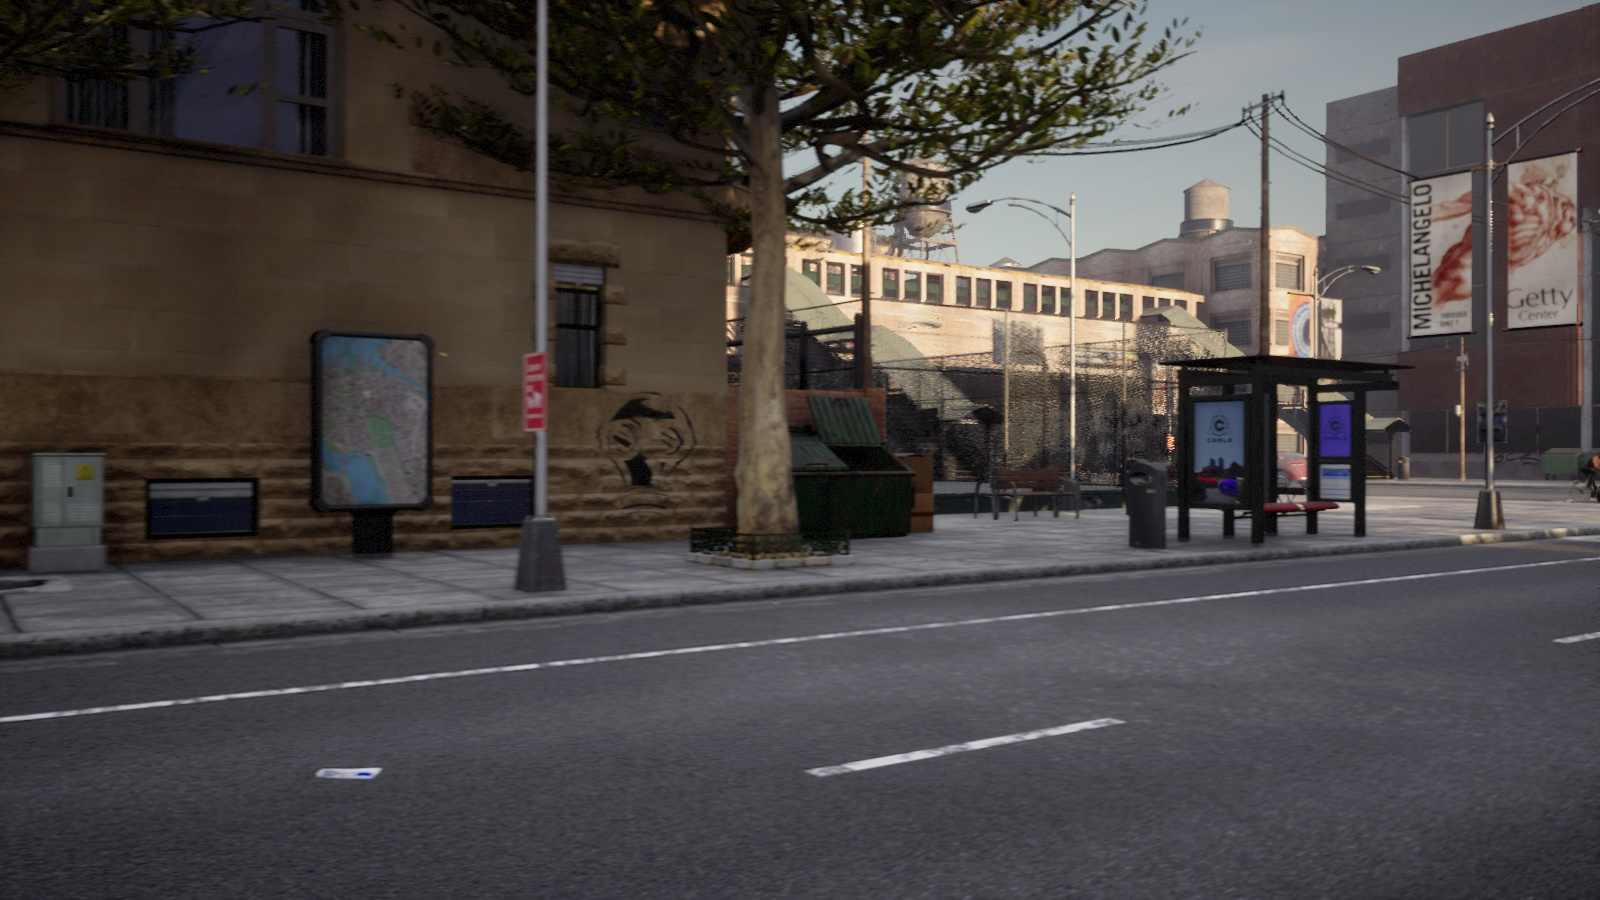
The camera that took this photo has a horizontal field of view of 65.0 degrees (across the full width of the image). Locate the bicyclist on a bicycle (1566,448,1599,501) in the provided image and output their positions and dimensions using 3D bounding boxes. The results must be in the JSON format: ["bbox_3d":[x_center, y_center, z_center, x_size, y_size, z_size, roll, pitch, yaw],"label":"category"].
[{"bbox_3d":[24.366,0.740,38.315,0.582,1.620,1.656,-1,1,-26],"label":"bicyclist on a bicycle"}]
